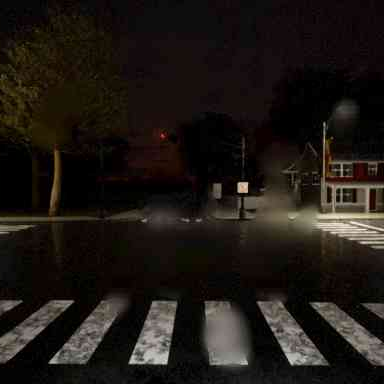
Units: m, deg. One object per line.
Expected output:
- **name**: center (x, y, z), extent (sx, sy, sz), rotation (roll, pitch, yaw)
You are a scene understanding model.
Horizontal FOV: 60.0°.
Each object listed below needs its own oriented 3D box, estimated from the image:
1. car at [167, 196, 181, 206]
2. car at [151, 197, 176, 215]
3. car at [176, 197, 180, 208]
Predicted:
- **car**: center (-2.876, 1.484, 54.698), extent (2.033, 1.411, 5.357), rotation (0, 0, 0)
- **car**: center (-2.965, 1.448, 33.767), extent (1.882, 1.535, 5.008), rotation (0, 0, 0)
- **car**: center (-2.923, 1.461, 44.069), extent (1.837, 1.490, 4.892), rotation (0, 0, 0)
